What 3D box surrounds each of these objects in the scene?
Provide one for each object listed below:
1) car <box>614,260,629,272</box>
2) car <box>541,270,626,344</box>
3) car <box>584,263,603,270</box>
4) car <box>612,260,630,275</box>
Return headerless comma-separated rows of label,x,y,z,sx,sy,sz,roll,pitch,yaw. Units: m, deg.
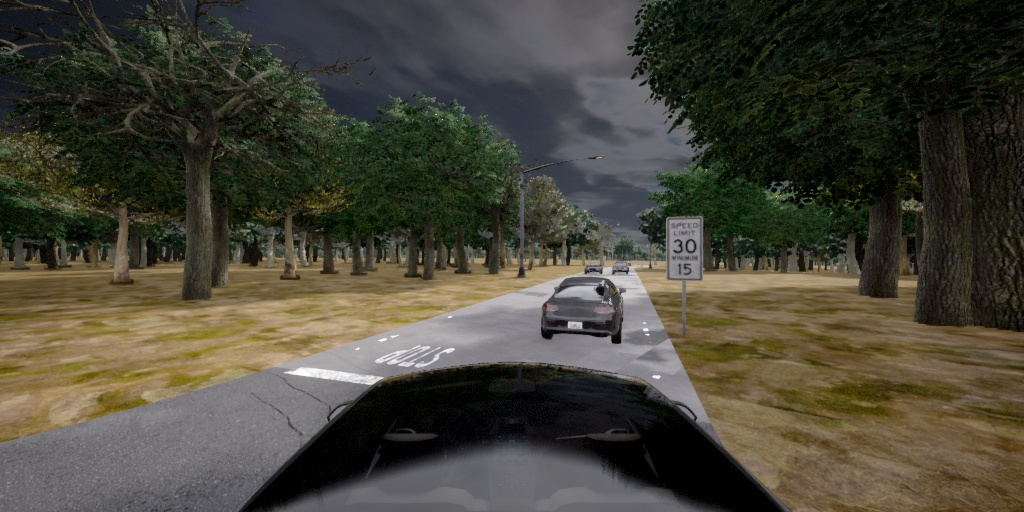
car,16.179,1.429,52.830,2.097,1.767,4.553,0,-1,18
car,2.029,1.278,9.657,1.812,1.442,4.674,0,0,18
car,10.109,1.500,44.058,1.994,1.385,4.181,0,-1,18
car,13.001,1.483,42.990,2.033,1.411,5.357,0,-1,18
